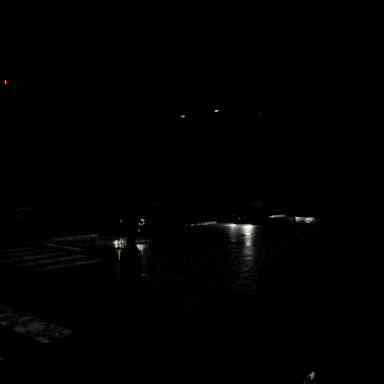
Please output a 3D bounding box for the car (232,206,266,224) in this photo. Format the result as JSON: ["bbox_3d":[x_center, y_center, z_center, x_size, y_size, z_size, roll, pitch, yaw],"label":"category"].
[{"bbox_3d":[5.540,2.120,31.111,1.837,1.490,4.892,0,-1,35],"label":"car"}]

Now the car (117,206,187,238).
[{"bbox_3d":[-2.298,1.690,20.088,2.097,1.767,4.553,0,-1,35],"label":"car"}]

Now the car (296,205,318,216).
[{"bbox_3d":[15.722,2.464,45.310,1.882,1.535,5.008,0,-2,36],"label":"car"}]

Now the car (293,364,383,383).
[{"bbox_3d":[2.391,1.551,1.247,4.403,1.369,2.008,0,0,36],"label":"car"}]
